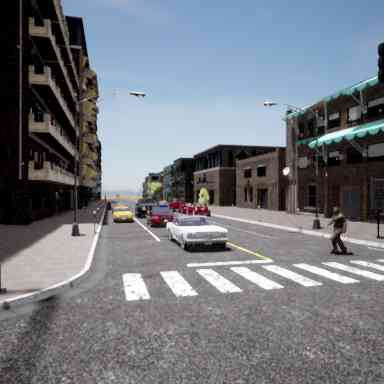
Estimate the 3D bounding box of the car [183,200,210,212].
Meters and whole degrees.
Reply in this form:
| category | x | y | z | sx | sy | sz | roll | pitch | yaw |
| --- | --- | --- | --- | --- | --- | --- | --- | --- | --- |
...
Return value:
| category | x | y | z | sx | sy | sz | roll | pitch | yaw |
| --- | --- | --- | --- | --- | --- | --- | --- | --- | --- |
| car | 0.671 | 1.875 | 37.151 | 1.967 | 1.590 | 4.097 | -1 | -1 | -14 |

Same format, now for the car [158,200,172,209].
| category | x | y | z | sx | sy | sz | roll | pitch | yaw |
| --- | --- | --- | --- | --- | --- | --- | --- | --- | --- |
| car | -4.889 | 2.236 | 59.341 | 1.752 | 1.417 | 4.829 | -1 | -1 | -14 |

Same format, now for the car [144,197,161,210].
| category | x | y | z | sx | sy | sz | roll | pitch | yaw |
| --- | --- | --- | --- | --- | --- | --- | --- | --- | --- |
| car | -6.729 | 1.888 | 55.649 | 2.150 | 2.045 | 5.566 | 0 | -1 | -14 |

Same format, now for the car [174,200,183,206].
| category | x | y | z | sx | sy | sz | roll | pitch | yaw |
| --- | --- | --- | --- | --- | --- | --- | --- | --- | --- |
| car | -0.722 | 2.085 | 42.651 | 1.802 | 1.307 | 4.206 | -1 | -1 | -14 |

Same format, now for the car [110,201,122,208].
| category | x | y | z | sx | sy | sz | roll | pitch | yaw |
| --- | --- | --- | --- | --- | --- | --- | --- | --- | --- |
| car | -14.360 | 2.324 | 62.681 | 1.947 | 1.339 | 4.313 | -1 | -1 | -14 |

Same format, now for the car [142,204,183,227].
| category | x | y | z | sx | sy | sz | roll | pitch | yaw |
| --- | --- | --- | --- | --- | --- | --- | --- | --- | --- |
| car | -2.328 | 1.855 | 25.177 | 1.994 | 1.385 | 4.181 | 0 | -1 | -15 |

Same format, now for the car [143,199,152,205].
| category | x | y | z | sx | sy | sz | roll | pitch | yaw |
| --- | --- | --- | --- | --- | --- | --- | --- | --- | --- |
| car | -11.763 | 2.583 | 86.880 | 1.752 | 1.417 | 4.829 | -1 | -1 | -14 |

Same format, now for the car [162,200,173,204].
| category | x | y | z | sx | sy | sz | roll | pitch | yaw |
| --- | --- | --- | --- | --- | --- | --- | --- | --- | --- |
| car | -4.271 | 2.111 | 46.022 | 1.994 | 1.385 | 4.181 | 0 | -1 | -14 |

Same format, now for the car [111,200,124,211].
| category | x | y | z | sx | sy | sz | roll | pitch | yaw |
| --- | --- | --- | --- | --- | --- | --- | --- | --- | --- |
| car | -11.617 | 2.060 | 51.665 | 1.967 | 1.590 | 4.097 | -1 | -1 | -14 |

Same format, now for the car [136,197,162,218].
| category | x | y | z | sx | sy | sz | roll | pitch | yaw |
| --- | --- | --- | --- | --- | --- | --- | --- | --- | --- |
| car | -4.876 | 1.639 | 35.483 | 2.150 | 2.045 | 5.566 | 0 | -1 | -13 |

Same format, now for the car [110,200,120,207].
| category | x | y | z | sx | sy | sz | roll | pitch | yaw |
| --- | --- | --- | --- | --- | --- | --- | --- | --- | --- |
| car | -15.735 | 2.372 | 68.189 | 1.887 | 1.381 | 4.507 | -1 | -1 | -14 |

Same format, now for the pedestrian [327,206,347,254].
| category | x | y | z | sx | sy | sz | roll | pitch | yaw |
| --- | --- | --- | --- | --- | --- | --- | --- | --- | --- |
| pedestrian | 5.494 | 1.429 | 12.584 | 0.375 | 1.860 | 0.375 | -1 | 0 | -14 |

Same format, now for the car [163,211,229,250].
| category | x | y | z | sx | sy | sz | roll | pitch | yaw |
| --- | --- | --- | --- | --- | --- | --- | --- | --- | --- |
| car | 0.115 | 1.773 | 15.423 | 1.895 | 1.301 | 4.718 | 0 | -1 | -14 |

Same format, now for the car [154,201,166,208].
| category | x | y | z | sx | sy | sz | roll | pitch | yaw |
| --- | --- | --- | --- | --- | --- | --- | --- | --- | --- |
| car | -6.222 | 2.360 | 64.683 | 1.802 | 1.307 | 4.206 | -1 | -1 | -14 |

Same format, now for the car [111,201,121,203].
| category | x | y | z | sx | sy | sz | roll | pitch | yaw |
| --- | --- | --- | --- | --- | --- | --- | --- | --- | --- |
| car | -7.505 | 1.966 | 35.136 | 2.008 | 1.369 | 4.403 | -1 | -1 | -14 |

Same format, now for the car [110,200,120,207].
| category | x | y | z | sx | sy | sz | roll | pitch | yaw |
| --- | --- | --- | --- | --- | --- | --- | --- | --- | --- |
| car | -17.110 | 2.447 | 73.698 | 2.008 | 1.369 | 4.403 | -1 | -1 | -14 |

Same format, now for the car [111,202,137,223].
| category | x | y | z | sx | sy | sz | roll | pitch | yaw |
| --- | --- | --- | --- | --- | --- | --- | --- | --- | --- |
| car | -6.141 | 1.870 | 29.451 | 1.752 | 1.417 | 4.829 | -1 | -1 | -14 |

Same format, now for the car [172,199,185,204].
| category | x | y | z | sx | sy | sz | roll | pitch | yaw |
| --- | --- | --- | --- | --- | --- | --- | --- | --- | --- |
| car | -2.100 | 1.887 | 48.162 | 2.192 | 1.841 | 5.009 | -1 | -1 | -14 |
